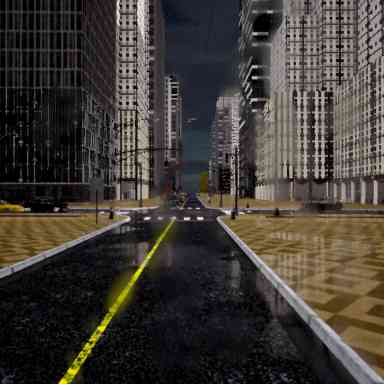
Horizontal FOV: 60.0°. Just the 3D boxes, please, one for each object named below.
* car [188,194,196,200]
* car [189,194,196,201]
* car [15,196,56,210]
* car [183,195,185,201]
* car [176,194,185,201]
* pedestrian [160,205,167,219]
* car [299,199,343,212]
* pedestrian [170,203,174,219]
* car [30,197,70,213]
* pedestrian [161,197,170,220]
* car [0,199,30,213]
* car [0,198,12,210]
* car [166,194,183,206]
[{"bbox_3d":[0.051,1.342,93.584,2.128,1.511,4.902,0,0,0],"label":"car"},{"bbox_3d":[0.045,1.520,83.163,2.033,1.411,5.357,0,0,0],"label":"car"},{"bbox_3d":[-19.183,1.361,40.968,4.097,1.590,1.967,0,-1,-1],"label":"car"},{"bbox_3d":[-2.962,1.532,69.873,2.033,1.411,5.357,0,0,0],"label":"car"},{"bbox_3d":[-2.955,1.335,84.837,2.097,1.767,4.553,0,0,0],"label":"car"},{"bbox_3d":[-2.394,1.668,27.886,0.500,1.100,0.500,0,0,0],"label":"pedestrian"},{"bbox_3d":[15.024,1.573,38.784,4.902,1.511,2.128,0,0,-1],"label":"car"},{"bbox_3d":[-1.924,1.291,27.283,0.375,1.860,0.375,0,0,0],"label":"pedestrian"},{"bbox_3d":[-15.422,1.421,35.101,4.892,1.490,1.837,1,0,-1],"label":"car"},{"bbox_3d":[-2.176,1.292,26.610,0.375,1.860,0.375,0,0,0],"label":"pedestrian"},{"bbox_3d":[-18.877,1.415,32.332,4.829,1.417,1.752,0,-1,-1],"label":"car"},{"bbox_3d":[-24.860,1.438,40.847,4.403,1.369,2.008,0,-1,-1],"label":"car"},{"bbox_3d":[-3.059,1.348,54.498,2.097,1.767,4.553,0,0,0],"label":"car"}]
